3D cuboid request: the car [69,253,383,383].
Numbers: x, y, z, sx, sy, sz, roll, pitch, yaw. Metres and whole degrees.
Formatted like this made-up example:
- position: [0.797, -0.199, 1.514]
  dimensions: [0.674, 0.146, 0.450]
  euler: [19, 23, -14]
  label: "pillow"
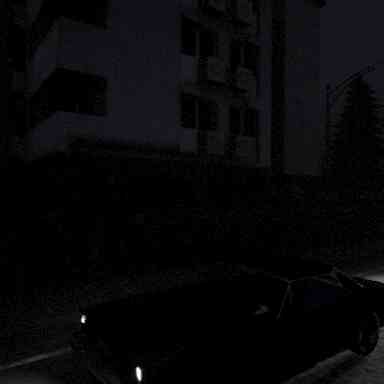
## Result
- position: [0.880, 1.633, 4.621]
  dimensions: [4.718, 1.301, 1.895]
  euler: [1, 0, -35]
  label: "car"
